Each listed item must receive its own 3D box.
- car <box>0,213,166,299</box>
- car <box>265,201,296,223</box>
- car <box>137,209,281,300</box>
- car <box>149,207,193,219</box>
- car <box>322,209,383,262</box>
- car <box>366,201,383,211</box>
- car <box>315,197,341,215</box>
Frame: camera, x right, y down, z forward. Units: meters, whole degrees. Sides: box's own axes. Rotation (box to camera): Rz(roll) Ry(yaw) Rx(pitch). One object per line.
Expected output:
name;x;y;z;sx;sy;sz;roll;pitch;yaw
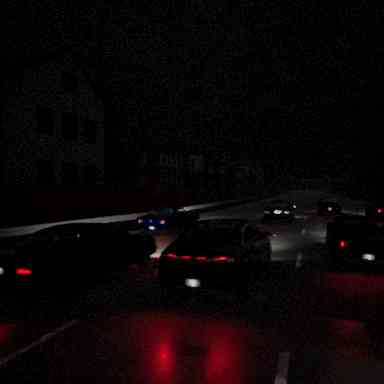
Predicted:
car;-2.790;1.509;8.630;2.033;1.411;5.357;0;0;20
car;6.213;1.304;23.438;2.033;1.411;5.357;0;1;20
car;0.840;1.420;8.375;2.128;1.511;4.902;0;1;20
car;-1.154;1.469;18.561;1.895;1.301;4.718;0;1;22
car;5.580;1.459;11.179;1.895;1.301;4.718;0;0;20
car;13.907;1.275;24.131;1.895;1.301;4.718;0;0;20
car;12.027;1.179;29.264;1.812;1.442;4.674;0;1;20
